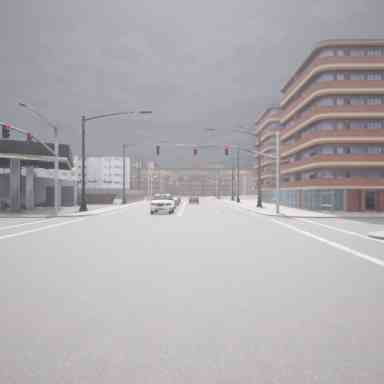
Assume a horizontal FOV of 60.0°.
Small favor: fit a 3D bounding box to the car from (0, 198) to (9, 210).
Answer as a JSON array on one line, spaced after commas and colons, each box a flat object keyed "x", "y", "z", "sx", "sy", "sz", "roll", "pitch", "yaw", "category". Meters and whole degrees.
[{"x": -23.944, "y": 1.456, "z": 39.459, "sx": 3.806, "sy": 1.475, "sz": 1.970, "roll": 0, "pitch": 0, "yaw": 1, "category": "car"}]

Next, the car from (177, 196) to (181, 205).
[{"x": -3.103, "y": 1.547, "z": 47.007, "sx": 2.033, "sy": 1.411, "sz": 5.357, "roll": 0, "pitch": 0, "yaw": 0, "category": "car"}]

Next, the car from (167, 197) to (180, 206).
[{"x": -3.118, "y": 1.547, "z": 57.720, "sx": 2.033, "sy": 1.411, "sz": 5.357, "roll": 0, "pitch": 0, "yaw": 0, "category": "car"}]

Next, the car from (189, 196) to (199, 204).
[{"x": 0.344, "y": 1.491, "z": 63.768, "sx": 2.128, "sy": 1.511, "sz": 4.902, "roll": 0, "pitch": 0, "yaw": 0, "category": "car"}]

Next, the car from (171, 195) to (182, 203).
[{"x": -3.183, "y": 1.491, "z": 68.049, "sx": 2.128, "sy": 1.511, "sz": 4.902, "roll": 0, "pitch": 0, "yaw": 0, "category": "car"}]

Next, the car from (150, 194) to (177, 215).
[{"x": -3.057, "y": 1.225, "z": 34.883, "sx": 2.150, "sy": 2.045, "sz": 5.566, "roll": 0, "pitch": 0, "yaw": 1, "category": "car"}]
